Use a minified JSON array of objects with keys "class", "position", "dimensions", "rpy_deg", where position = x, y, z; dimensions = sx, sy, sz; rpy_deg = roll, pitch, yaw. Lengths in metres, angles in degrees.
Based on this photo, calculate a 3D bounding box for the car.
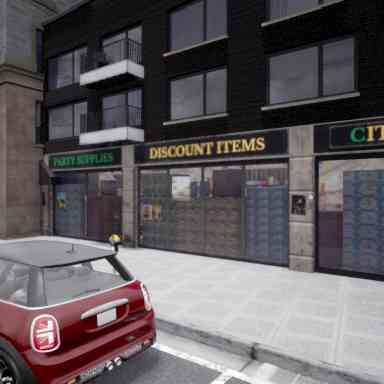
[{"class":"car","position":[-2.542,1.440,4.894],"dimensions":[4.097,1.590,1.967],"rpy_deg":[0,0,36]}]
